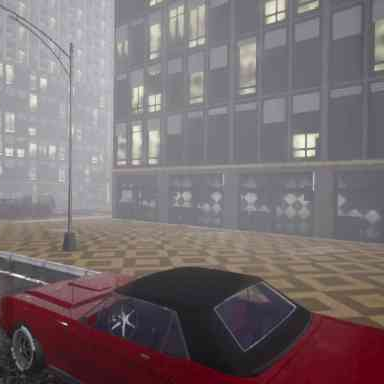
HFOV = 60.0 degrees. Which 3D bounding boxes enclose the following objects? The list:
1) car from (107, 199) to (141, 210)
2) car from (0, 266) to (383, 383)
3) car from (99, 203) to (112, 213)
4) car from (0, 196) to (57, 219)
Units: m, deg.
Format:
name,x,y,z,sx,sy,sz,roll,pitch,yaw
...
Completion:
name,x,y,z,sx,sy,sz,roll,pitch,yaw
car,-9.831,1.770,48.333,1.837,1.490,4.892,1,0,37
car,-0.308,1.600,3.911,4.718,1.301,1.895,0,0,36
car,-8.876,1.829,39.936,1.752,1.417,4.829,1,0,37
car,-15.700,1.519,30.745,2.192,1.841,5.009,1,0,37
